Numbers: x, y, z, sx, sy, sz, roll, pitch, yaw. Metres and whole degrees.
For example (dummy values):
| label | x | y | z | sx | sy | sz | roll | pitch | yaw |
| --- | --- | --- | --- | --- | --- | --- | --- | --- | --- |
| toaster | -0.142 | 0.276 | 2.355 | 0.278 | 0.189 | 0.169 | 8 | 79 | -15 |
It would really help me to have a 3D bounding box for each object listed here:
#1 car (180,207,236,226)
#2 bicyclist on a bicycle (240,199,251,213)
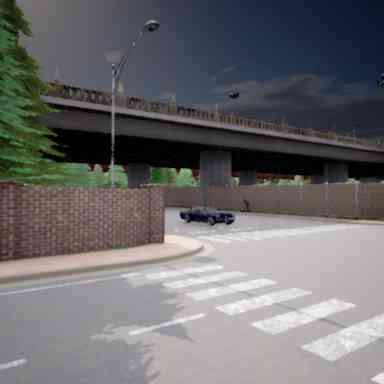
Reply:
| label | x | y | z | sx | sy | sz | roll | pitch | yaw |
| --- | --- | --- | --- | --- | --- | --- | --- | --- | --- |
| car | 1.099 | 1.781 | 24.876 | 1.895 | 1.301 | 4.718 | 1 | 0 | -35 |
| bicyclist on a bicycle | 5.972 | 1.570 | 37.000 | 1.656 | 1.620 | 0.582 | 0 | 0 | -35 |
